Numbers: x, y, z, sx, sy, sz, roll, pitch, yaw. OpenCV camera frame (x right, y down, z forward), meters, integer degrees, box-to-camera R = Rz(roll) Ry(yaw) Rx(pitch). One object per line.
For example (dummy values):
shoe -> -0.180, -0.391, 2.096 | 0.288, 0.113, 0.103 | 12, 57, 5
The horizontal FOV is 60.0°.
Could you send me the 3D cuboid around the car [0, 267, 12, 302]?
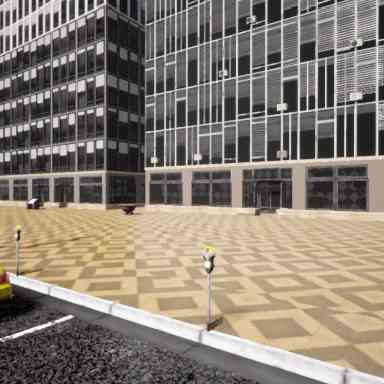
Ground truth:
car -> -5.560, 1.529, 6.831 | 4.829, 1.417, 1.752 | 0, 0, 35
